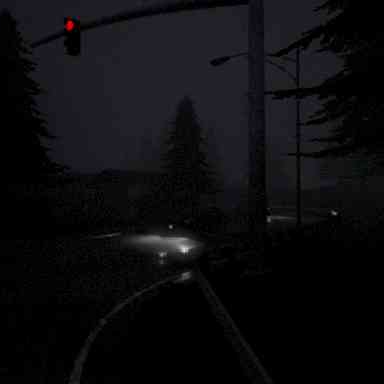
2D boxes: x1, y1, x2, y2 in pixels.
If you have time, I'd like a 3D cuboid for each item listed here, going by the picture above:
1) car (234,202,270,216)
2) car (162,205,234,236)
[{"bbox_3d":[5.986,1.678,33.737,1.895,1.301,4.718,0,0,-18],"label":"car"},{"bbox_3d":[0.302,1.560,19.217,1.837,1.490,4.892,0,0,35],"label":"car"}]
